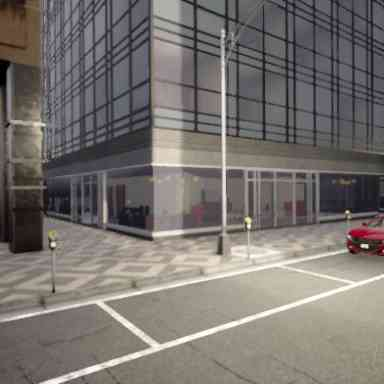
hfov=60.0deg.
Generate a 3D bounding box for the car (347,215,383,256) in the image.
[{"bbox_3d":[7.318,1.461,11.891,4.507,1.381,1.887,0,0,-36],"label":"car"}]
